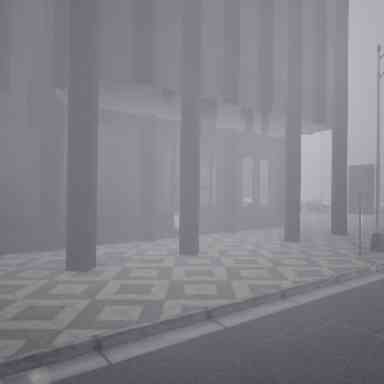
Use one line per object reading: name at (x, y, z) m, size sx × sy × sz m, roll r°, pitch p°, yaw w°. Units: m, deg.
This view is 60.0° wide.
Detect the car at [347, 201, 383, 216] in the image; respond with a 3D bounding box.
car at (16.091, 1.437, 28.961) m, size 1.752 × 1.417 × 4.829 m, roll 1°, pitch -1°, yaw -36°

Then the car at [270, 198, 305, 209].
car at (13.484, 1.553, 47.204) m, size 1.887 × 1.381 × 4.507 m, roll 1°, pitch -1°, yaw -36°

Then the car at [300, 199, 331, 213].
car at (12.900, 1.444, 33.404) m, size 1.887 × 1.381 × 4.507 m, roll 1°, pitch -1°, yaw -36°

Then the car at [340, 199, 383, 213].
car at (19.782, 1.580, 38.433) m, size 2.008 × 1.369 × 4.403 m, roll 1°, pitch -1°, yaw -36°
